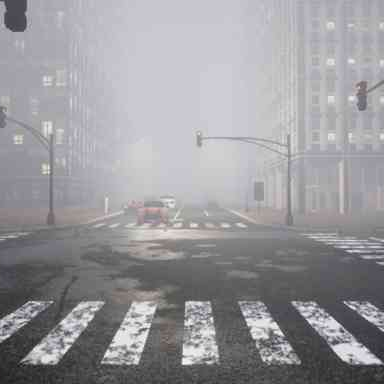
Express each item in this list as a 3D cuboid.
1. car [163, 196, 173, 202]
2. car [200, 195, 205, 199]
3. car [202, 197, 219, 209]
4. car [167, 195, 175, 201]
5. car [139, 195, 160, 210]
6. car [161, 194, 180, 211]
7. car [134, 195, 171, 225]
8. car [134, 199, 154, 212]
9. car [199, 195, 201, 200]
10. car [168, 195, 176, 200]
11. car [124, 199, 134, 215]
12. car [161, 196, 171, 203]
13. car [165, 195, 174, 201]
[{"bbox_3d":[-5.608,1.582,78.426,2.008,1.369,4.403,1,0,0],"label":"car"},{"bbox_3d":[2.754,1.547,56.356,1.752,1.417,4.829,1,0,0],"label":"car"},{"bbox_3d":[2.742,1.599,45.030,1.802,1.307,4.206,1,0,0],"label":"car"},{"bbox_3d":[-5.598,1.587,89.577,2.008,1.369,4.403,1,0,0],"label":"car"},{"bbox_3d":[-5.633,1.332,44.975,2.192,1.841,5.009,1,0,0],"label":"car"},{"bbox_3d":[-3.063,1.238,41.267,2.150,2.045,5.566,0,0,0],"label":"car"},{"bbox_3d":[-2.769,1.361,24.330,2.097,1.767,4.553,0,0,-4],"label":"car"},{"bbox_3d":[-5.643,1.597,39.400,1.802,1.307,4.206,1,0,0],"label":"car"},{"bbox_3d":[2.757,1.590,61.763,1.947,1.339,4.313,1,0,0],"label":"car"},{"bbox_3d":[-5.594,1.605,95.152,1.947,1.339,4.313,1,0,0],"label":"car"},{"bbox_3d":[-5.645,1.453,33.825,1.967,1.590,4.097,1,0,0],"label":"car"},{"bbox_3d":[-5.613,1.573,72.851,1.887,1.381,4.507,1,0,0],"label":"car"},{"bbox_3d":[-5.603,1.578,84.001,1.887,1.381,4.507,1,0,0],"label":"car"}]
